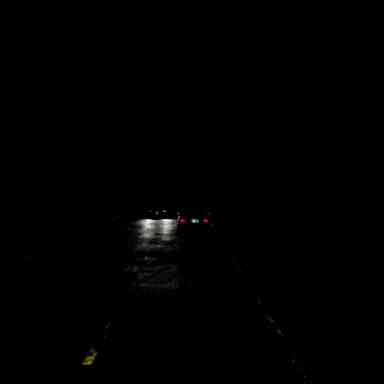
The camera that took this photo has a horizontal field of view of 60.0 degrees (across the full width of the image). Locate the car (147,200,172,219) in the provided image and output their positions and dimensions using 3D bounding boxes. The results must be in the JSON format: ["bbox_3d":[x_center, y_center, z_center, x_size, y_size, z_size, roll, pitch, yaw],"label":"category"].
[{"bbox_3d":[-2.800,1.497,29.420,1.837,1.490,4.892,0,0,1],"label":"car"}]

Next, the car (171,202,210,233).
[{"bbox_3d":[0.097,1.541,19.555,2.033,1.411,5.357,0,0,0],"label":"car"}]

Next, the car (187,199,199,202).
[{"bbox_3d":[0.095,1.591,42.479,1.895,1.301,4.718,0,0,0],"label":"car"}]
